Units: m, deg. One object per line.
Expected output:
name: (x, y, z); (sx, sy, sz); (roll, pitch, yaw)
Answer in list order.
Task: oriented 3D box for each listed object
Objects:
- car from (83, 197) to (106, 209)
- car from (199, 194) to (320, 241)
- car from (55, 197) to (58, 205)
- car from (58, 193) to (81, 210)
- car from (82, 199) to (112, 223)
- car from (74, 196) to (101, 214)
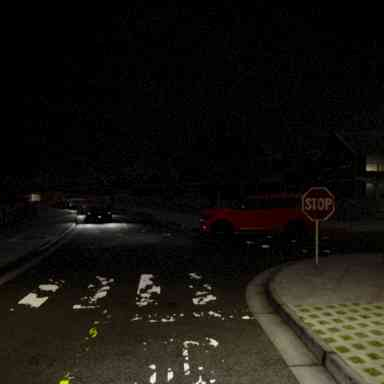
car: (-13.735, 1.465, 46.664); (1.882, 1.535, 5.008); (0, 0, -32)
car: (3.130, 1.132, 15.827); (5.566, 2.045, 2.150); (0, 1, 3)
car: (-25.008, 1.573, 61.631); (2.033, 1.411, 5.357); (0, 0, -42)
car: (-15.841, 1.218, 44.441); (2.150, 2.045, 5.566); (0, 0, -32)
car: (-7.370, 1.513, 25.968); (1.812, 1.442, 4.674); (0, 0, -19)
car: (-11.000, 1.465, 35.302); (1.882, 1.535, 5.008); (0, 0, -25)
